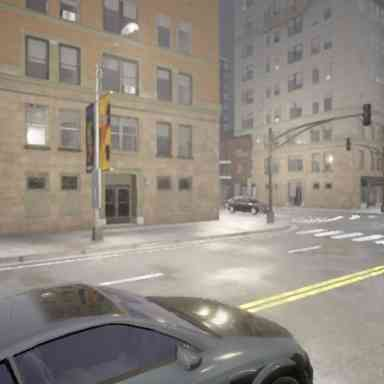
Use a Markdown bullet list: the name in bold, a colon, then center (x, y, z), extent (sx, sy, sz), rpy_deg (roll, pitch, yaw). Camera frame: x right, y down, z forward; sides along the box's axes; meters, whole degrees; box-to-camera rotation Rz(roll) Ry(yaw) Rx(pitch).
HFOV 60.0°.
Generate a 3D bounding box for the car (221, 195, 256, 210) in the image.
- **car**: center (5.647, 1.221, 40.513), extent (1.967, 1.590, 4.097), rpy_deg (0, 0, -35)

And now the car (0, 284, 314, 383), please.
- **car**: center (-0.854, 1.558, 2.829), extent (4.181, 1.385, 1.994), rpy_deg (-1, 0, -36)

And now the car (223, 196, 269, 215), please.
- **car**: center (5.368, 1.315, 31.385), extent (1.837, 1.490, 4.892), rpy_deg (0, 0, -35)
